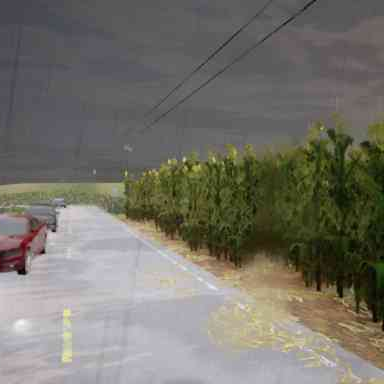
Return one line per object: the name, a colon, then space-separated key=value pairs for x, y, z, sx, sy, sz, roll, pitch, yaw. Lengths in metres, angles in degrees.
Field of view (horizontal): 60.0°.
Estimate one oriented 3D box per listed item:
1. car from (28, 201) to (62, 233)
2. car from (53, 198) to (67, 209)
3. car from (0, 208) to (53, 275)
car: x=-8.764 y=1.505 z=19.276 sx=1.837 sy=1.490 sz=4.892 roll=0 pitch=0 yaw=-20
car: x=-18.000 y=1.525 z=45.061 sx=1.812 sy=1.442 sz=4.674 roll=0 pitch=0 yaw=-21
car: x=-5.806 y=1.478 z=10.434 sx=1.882 sy=1.535 sz=5.008 roll=0 pitch=0 yaw=-15
